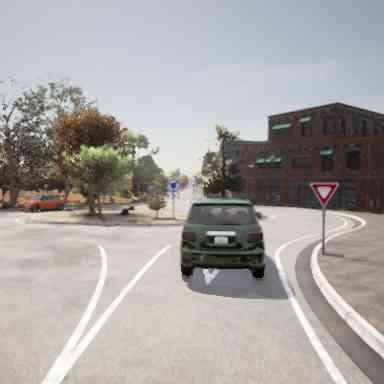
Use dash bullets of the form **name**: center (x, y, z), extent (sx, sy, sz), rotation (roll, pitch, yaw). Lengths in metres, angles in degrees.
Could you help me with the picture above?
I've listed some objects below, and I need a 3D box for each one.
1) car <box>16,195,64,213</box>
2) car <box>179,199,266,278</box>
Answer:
- **car**: center (-15.372, 1.076, 33.732), extent (2.097, 1.767, 4.553), rotation (1, 1, 27)
- **car**: center (0.984, 1.213, 10.276), extent (2.150, 2.045, 5.566), rotation (0, 0, 7)
